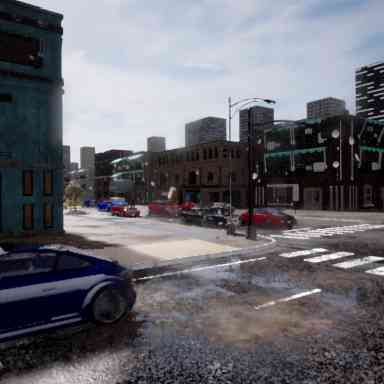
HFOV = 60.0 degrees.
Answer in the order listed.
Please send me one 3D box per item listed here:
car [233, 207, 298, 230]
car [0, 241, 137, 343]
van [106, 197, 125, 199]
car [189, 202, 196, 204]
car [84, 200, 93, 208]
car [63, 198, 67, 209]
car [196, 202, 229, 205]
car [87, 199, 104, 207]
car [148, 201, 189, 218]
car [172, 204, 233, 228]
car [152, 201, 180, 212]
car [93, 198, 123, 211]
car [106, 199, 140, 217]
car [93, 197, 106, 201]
[{"bbox_3d":[5.118,1.739,22.785,1.994,1.385,4.181,-1,0,-32],"label":"car"},{"bbox_3d":[-3.049,1.564,5.490,4.181,1.385,1.994,0,0,-35],"label":"car"},{"bbox_3d":[-13.241,1.906,58.857,1.690,1.788,3.998,-1,0,-35],"label":"van"},{"bbox_3d":[-0.410,1.903,40.811,1.802,1.307,4.206,-2,0,-35],"label":"car"},{"bbox_3d":[-19.500,2.193,63.230,1.812,1.442,4.674,-1,0,-35],"label":"car"},{"bbox_3d":[-23.174,2.232,58.374,1.752,1.417,4.829,-1,0,-35],"label":"car"},{"bbox_3d":[2.796,1.809,36.298,2.008,1.369,4.403,-2,0,-35],"label":"car"},{"bbox_3d":[-19.650,2.227,67.880,1.887,1.381,4.507,-1,0,-35],"label":"car"},{"bbox_3d":[-2.735,1.684,34.101,2.097,1.767,4.553,-1,0,-35],"label":"car"},{"bbox_3d":[0.700,1.814,24.573,1.947,1.339,4.313,-2,0,-35],"label":"car"},{"bbox_3d":[-3.615,1.965,45.322,1.802,1.307,4.206,-2,0,-35],"label":"car"},{"bbox_3d":[-11.766,1.985,46.861,1.882,1.535,5.008,-1,0,-35],"label":"car"},{"bbox_3d":[-7.243,1.846,35.953,1.967,1.590,4.097,-1,0,-35],"label":"car"},{"bbox_3d":[-16.449,1.939,63.368,2.192,1.841,5.009,-1,0,-35],"label":"car"}]
